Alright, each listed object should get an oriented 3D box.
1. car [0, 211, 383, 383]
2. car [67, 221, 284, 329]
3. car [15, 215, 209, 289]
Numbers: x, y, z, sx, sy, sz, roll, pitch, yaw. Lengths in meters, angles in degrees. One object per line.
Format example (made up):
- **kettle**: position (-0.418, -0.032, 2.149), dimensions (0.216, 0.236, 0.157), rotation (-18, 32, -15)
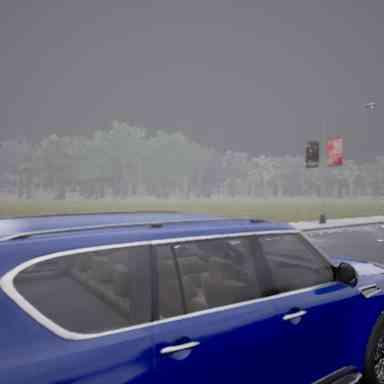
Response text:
- **car**: position (0.171, 1.234, 3.565), dimensions (5.566, 2.045, 2.150), rotation (0, 0, -35)
- **car**: position (-0.179, 1.547, 7.555), dimensions (4.674, 1.442, 1.812), rotation (0, 0, -36)
- **car**: position (-2.210, 1.567, 10.099), dimensions (5.357, 1.411, 2.033), rotation (0, 0, -36)
